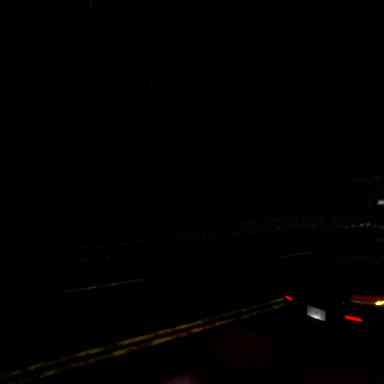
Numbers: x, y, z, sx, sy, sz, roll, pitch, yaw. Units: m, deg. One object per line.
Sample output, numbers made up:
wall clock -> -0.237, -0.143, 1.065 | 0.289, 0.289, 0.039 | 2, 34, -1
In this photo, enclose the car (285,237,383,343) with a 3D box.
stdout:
car -> 3.655, 1.570, 6.080 | 4.674, 1.442, 1.812 | 0, 0, -35
